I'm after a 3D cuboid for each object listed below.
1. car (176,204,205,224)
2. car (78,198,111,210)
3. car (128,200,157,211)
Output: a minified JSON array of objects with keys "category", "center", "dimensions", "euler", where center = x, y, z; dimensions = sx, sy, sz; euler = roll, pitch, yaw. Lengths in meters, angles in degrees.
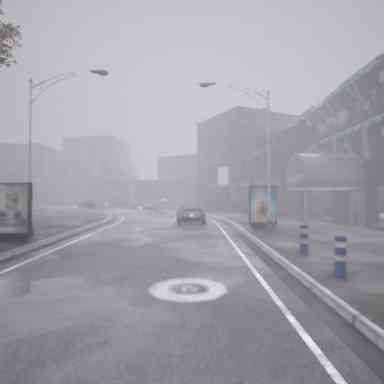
[{"category":"car","center":[-0.156,1.524,24.140],"dimensions":[1.994,1.385,4.181],"euler":[0,0,-4]},{"category":"car","center":[-12.106,1.463,41.294],"dimensions":[4.902,1.511,2.128],"euler":[0,-1,36]},{"category":"car","center":[-6.059,1.598,40.423],"dimensions":[1.994,1.385,4.181],"euler":[1,-1,-38]}]
